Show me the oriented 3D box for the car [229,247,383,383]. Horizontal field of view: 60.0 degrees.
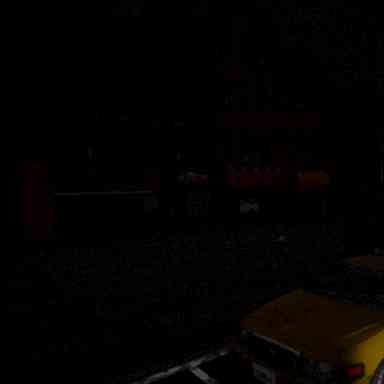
[{"bbox_3d":[2.681,1.520,4.747,4.829,1.417,1.752,0,-1,-35],"label":"car"}]
